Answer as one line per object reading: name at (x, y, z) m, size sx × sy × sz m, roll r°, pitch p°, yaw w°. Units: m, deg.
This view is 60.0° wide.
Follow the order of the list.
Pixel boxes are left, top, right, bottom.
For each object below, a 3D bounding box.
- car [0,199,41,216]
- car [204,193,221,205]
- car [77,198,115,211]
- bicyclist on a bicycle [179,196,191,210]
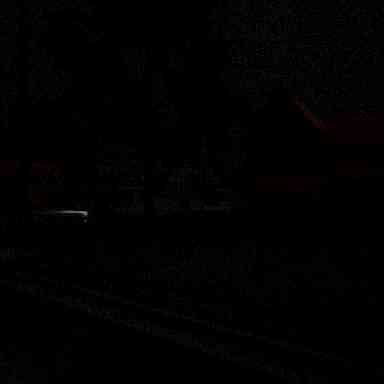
car at (-17.363, 1.505, 32.522) m, size 1.837 × 1.490 × 4.892 m, roll 0°, pitch 0°, yaw 34°
car at (3.645, 1.221, 58.520) m, size 2.150 × 2.045 × 5.566 m, roll 0°, pitch 0°, yaw 14°
car at (-11.711, 1.505, 40.855) m, size 1.837 × 1.490 × 4.892 m, roll 0°, pitch 0°, yaw 34°
bicyclist on a bicycle at (-0.832, 1.224, 38.252) m, size 1.656 × 1.620 × 0.582 m, roll 0°, pitch 0°, yaw 34°
